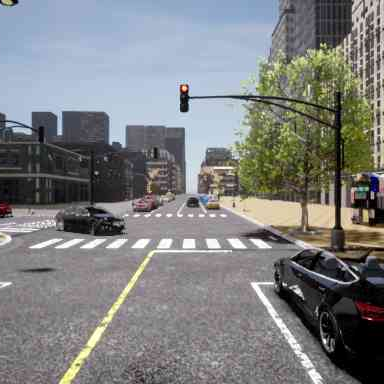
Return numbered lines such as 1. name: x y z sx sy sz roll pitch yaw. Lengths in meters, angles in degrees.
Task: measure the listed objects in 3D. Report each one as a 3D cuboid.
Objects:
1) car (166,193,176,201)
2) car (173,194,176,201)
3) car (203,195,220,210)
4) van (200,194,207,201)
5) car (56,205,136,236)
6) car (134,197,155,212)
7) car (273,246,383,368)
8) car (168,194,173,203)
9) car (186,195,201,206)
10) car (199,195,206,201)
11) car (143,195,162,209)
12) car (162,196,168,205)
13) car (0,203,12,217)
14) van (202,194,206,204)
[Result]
1. car: -5.600 1.324 88.207 2.192 1.841 5.009 0 0 0
2. car: -5.607 1.559 82.656 2.008 1.369 4.403 0 0 0
3. car: 2.737 1.528 43.963 1.752 1.417 4.829 0 0 0
4. van: 2.776 1.349 82.651 1.690 1.788 3.998 0 0 0
5. car: -5.699 1.510 18.644 4.892 1.490 1.837 0 -3 37
6. car: -5.649 1.585 38.248 1.802 1.307 4.206 0 0 0
7. car: 2.700 1.566 5.764 1.947 1.339 4.313 0 0 0
8. car: -5.617 1.532 71.384 1.752 1.417 4.829 0 0 0
9. car: 0.151 1.509 53.354 1.837 1.490 4.892 0 0 0
10. car: 2.780 1.534 88.371 1.752 1.417 4.829 0 0 0
11. car: -5.643 1.318 43.799 2.192 1.841 5.009 0 0 0
12. car: -5.633 1.555 54.901 2.008 1.369 4.403 0 0 0
13. car: -17.242 1.371 27.262 4.507 1.381 1.887 1 -1 -1
14. van: 2.743 1.345 49.345 1.690 1.788 3.998 0 0 0
